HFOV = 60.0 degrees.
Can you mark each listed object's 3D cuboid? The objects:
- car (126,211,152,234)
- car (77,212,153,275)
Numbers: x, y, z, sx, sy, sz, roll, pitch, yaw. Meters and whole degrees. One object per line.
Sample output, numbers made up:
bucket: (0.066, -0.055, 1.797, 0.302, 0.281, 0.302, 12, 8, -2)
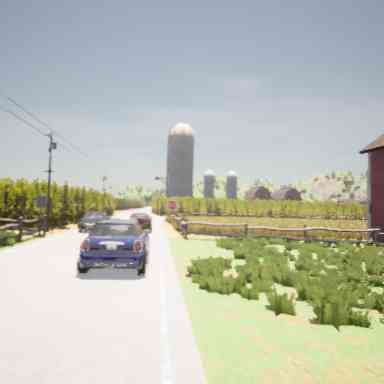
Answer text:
car: (-4.301, 2.461, 27.671, 1.882, 1.535, 5.008, 2, -2, -6)
car: (-2.648, 1.768, 12.144, 2.097, 1.767, 4.553, 2, -2, -6)
